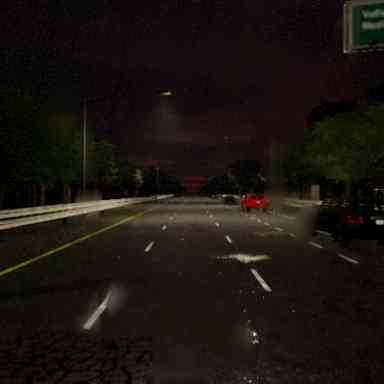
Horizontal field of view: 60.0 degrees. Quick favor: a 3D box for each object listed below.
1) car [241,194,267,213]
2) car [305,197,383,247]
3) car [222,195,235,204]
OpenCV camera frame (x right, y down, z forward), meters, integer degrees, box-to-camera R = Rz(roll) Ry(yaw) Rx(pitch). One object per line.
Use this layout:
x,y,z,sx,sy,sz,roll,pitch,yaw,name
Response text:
7.002,1.227,37.915,2.150,2.045,5.566,0,0,0,car
7.001,1.224,15.081,2.150,2.045,5.566,0,0,0,car
7.003,1.523,62.491,1.837,1.490,4.892,0,0,0,car
